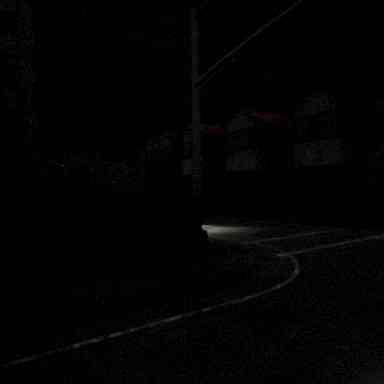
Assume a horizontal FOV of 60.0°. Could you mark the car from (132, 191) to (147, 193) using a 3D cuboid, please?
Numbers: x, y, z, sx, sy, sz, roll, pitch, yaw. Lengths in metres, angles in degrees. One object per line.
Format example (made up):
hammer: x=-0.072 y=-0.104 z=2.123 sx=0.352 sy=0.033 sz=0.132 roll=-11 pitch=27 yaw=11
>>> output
car: x=-10.761 y=0.774 z=77.216 sx=4.514 sy=1.523 sz=2.007 roll=-1 pitch=1 yaw=-36

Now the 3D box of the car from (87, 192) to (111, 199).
car: x=-22.664 y=0.740 z=80.998 sx=5.027 sy=1.636 sz=2.152 roll=-1 pitch=1 yaw=-36
